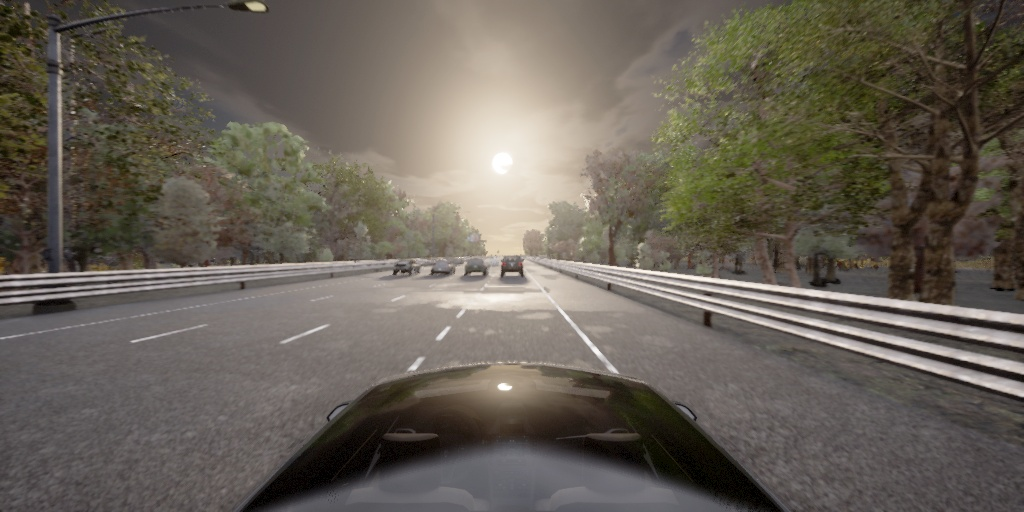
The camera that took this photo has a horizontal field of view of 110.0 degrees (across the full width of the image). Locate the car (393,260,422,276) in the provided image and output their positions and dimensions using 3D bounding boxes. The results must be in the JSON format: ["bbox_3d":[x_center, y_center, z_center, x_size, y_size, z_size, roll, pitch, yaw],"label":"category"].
[{"bbox_3d":[-10.459,1.153,36.041,1.837,1.490,4.892,0,1,1],"label":"car"}]

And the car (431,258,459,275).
[{"bbox_3d":[-6.952,1.209,36.598,1.994,1.385,4.181,0,0,0],"label":"car"}]

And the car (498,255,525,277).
[{"bbox_3d":[0.027,0.874,34.718,2.150,2.045,5.566,0,1,0],"label":"car"}]

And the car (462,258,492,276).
[{"bbox_3d":[-3.459,0.997,36.086,2.097,1.767,4.553,0,0,0],"label":"car"}]
